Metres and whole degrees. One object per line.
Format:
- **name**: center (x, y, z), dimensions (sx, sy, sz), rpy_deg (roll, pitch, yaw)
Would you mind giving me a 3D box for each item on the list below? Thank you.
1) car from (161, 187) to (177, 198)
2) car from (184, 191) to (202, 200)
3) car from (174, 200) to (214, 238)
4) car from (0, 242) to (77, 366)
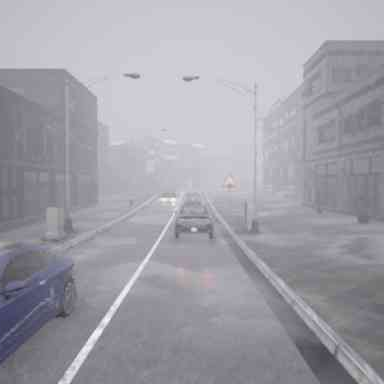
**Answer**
- **car**: center (-3.091, 0.031, 45.799), dimensions (1.994, 1.385, 4.181), rpy_deg (0, 4, 0)
- **car**: center (0.085, 0.632, 36.391), dimensions (2.033, 1.411, 5.357), rpy_deg (1, 5, 0)
- **car**: center (0.092, 1.411, 17.129), dimensions (2.128, 1.511, 4.902), rpy_deg (0, 1, 0)
- **car**: center (-3.097, 1.521, 4.690), dimensions (1.812, 1.442, 4.674), rpy_deg (0, 0, 0)
